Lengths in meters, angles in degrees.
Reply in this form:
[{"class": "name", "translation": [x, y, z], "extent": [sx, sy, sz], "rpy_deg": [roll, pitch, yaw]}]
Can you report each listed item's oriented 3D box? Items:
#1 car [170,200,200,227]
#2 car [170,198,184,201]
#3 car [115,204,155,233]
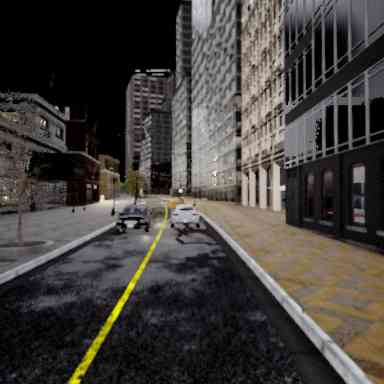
[{"class": "car", "translation": [-0.490, 1.513, 22.293], "extent": [1.812, 1.442, 4.674], "rpy_deg": [0, 0, -2]}, {"class": "car", "translation": [-1.705, 1.443, 41.175], "extent": [1.882, 1.535, 5.008], "rpy_deg": [0, 0, -5]}, {"class": "car", "translation": [-3.234, 1.482, 19.553], "extent": [2.128, 1.511, 4.902], "rpy_deg": [0, 0, -2]}]
